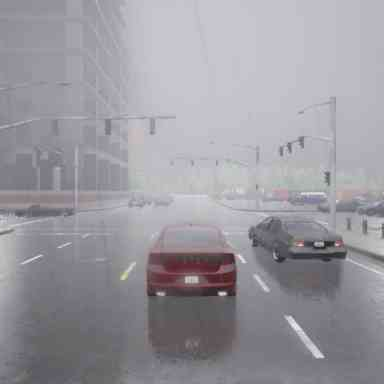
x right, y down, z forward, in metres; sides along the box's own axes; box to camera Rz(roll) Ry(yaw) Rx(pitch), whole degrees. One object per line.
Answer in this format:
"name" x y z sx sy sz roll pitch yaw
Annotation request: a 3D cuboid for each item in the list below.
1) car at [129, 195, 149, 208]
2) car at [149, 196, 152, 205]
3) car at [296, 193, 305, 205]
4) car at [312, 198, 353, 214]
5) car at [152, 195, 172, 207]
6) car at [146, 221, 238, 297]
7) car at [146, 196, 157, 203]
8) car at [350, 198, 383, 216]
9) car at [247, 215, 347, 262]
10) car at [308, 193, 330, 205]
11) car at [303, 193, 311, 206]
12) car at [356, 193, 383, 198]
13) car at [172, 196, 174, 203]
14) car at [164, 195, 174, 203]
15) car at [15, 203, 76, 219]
"car" -8.080 1.491 48.901 2.128 1.511 4.902 0 0 -1
"car" -8.208 1.352 58.114 2.097 1.767 4.553 0 0 -1
"car" 24.022 1.209 66.875 4.605 1.855 1.932 0 0 -1
"car" 16.281 1.603 35.773 5.357 1.411 2.033 0 0 -1
"car" -4.611 1.477 51.209 1.882 1.535 5.008 0 0 -1
"car" -0.012 1.478 8.640 1.882 1.535 5.008 0 0 0
"car" -8.295 1.564 68.326 1.994 1.385 4.181 0 0 -1
"car" 18.386 1.581 32.277 4.674 1.442 1.812 0 0 -1
"car" 3.477 1.547 12.076 2.033 1.411 5.357 0 0 -4
"car" 24.118 1.451 61.297 3.806 1.475 1.970 0 0 -1
"car" 24.095 1.419 64.192 3.905 1.438 1.784 0 0 -1
"car" 39.038 1.209 72.549 4.605 1.855 1.932 0 0 -1
"car" -4.743 1.547 61.166 2.033 1.411 5.357 0 0 0
"car" -4.830 1.500 71.286 1.837 1.490 4.892 0 0 -1
"car" -12.643 1.644 29.073 4.718 1.301 1.895 -1 0 -12
